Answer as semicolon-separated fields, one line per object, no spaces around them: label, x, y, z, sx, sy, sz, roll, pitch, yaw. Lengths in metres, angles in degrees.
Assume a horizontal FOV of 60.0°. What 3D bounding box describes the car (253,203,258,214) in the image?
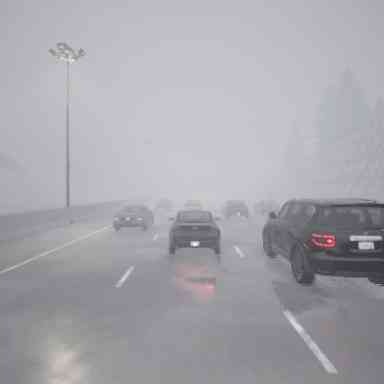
car;7.094;1.449;31.409;2.033;1.411;5.357;0;0;0

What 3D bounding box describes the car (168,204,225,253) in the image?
car;0.097;1.463;13.478;1.837;1.490;4.892;0;0;0

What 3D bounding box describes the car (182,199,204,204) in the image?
car;0.093;1.378;31.990;1.882;1.535;5.008;0;0;0

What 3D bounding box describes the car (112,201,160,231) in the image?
car;-3.404;1.485;20.142;2.033;1.411;5.357;0;0;0

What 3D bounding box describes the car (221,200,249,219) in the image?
car;3.594;1.417;28.139;1.837;1.490;4.892;0;0;0

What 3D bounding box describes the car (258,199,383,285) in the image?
car;3.598;1.191;9.553;2.150;2.045;5.566;0;0;0

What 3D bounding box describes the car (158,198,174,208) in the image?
car;-3.408;1.433;42.000;1.994;1.385;4.181;0;0;0
